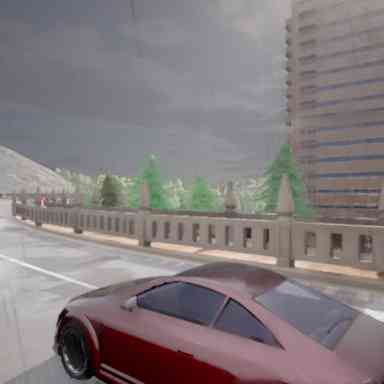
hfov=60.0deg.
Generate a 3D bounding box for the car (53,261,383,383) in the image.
[{"bbox_3d":[0.155,1.595,4.065,4.181,1.385,1.994,0,-1,37],"label":"car"}]
